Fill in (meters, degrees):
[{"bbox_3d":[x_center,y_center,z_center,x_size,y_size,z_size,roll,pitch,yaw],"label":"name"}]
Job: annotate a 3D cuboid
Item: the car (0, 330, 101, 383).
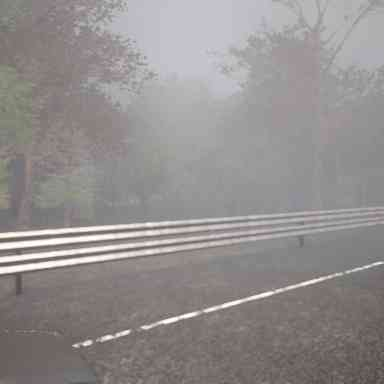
[{"bbox_3d":[-3.096,1.561,1.541,5.357,1.411,2.033,-1,0,-35],"label":"car"}]
